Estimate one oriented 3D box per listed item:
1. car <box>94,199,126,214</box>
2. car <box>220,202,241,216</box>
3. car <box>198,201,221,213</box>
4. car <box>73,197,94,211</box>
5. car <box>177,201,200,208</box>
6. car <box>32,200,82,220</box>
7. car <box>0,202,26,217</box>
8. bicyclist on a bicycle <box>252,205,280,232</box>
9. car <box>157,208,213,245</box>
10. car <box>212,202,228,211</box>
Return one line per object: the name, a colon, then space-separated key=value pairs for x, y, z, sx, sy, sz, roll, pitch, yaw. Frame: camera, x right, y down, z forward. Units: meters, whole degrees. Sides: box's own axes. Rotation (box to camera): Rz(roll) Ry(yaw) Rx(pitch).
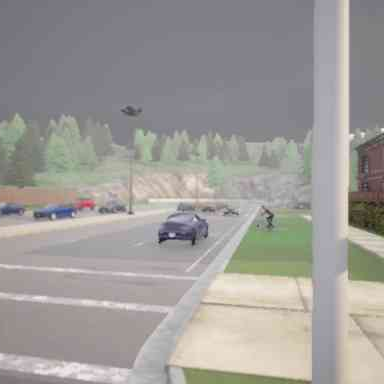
car: x=-10.163 y=1.822 z=42.505 sx=2.097 sy=1.767 sz=4.553 roll=0 pitch=-1 yaw=13
car: x=4.948 y=2.219 z=40.536 sx=1.895 sy=1.301 sz=4.718 roll=0 pitch=-1 yaw=13
car: x=2.637 y=2.274 z=46.471 sx=1.895 sy=1.301 sz=4.718 roll=0 pitch=-1 yaw=13
car: x=-16.060 y=1.700 z=48.143 sx=2.150 sy=2.045 sz=5.566 roll=0 pitch=-1 yaw=13
car: x=-0.813 y=2.133 z=47.083 sx=2.128 sy=1.511 sz=4.902 roll=0 pitch=-1 yaw=13
car: x=-12.718 y=1.762 z=31.098 sx=1.882 sy=1.535 sz=5.008 roll=0 pitch=-1 yaw=12
car: x=-19.207 y=1.777 z=34.143 sx=1.812 sy=1.442 sz=4.674 roll=0 pitch=-1 yaw=13
bicyclist on a bicycle: x=4.553 y=1.640 z=20.495 sx=1.656 sy=1.620 sz=0.582 roll=0 pitch=-1 yaw=13
car: x=-0.361 y=1.759 z=16.923 sx=1.812 sy=1.442 sz=4.674 roll=0 pitch=-1 yaw=13
car: x=4.774 y=2.380 z=56.326 sx=2.033 sy=1.411 sz=5.357 roll=0 pitch=-1 yaw=13
